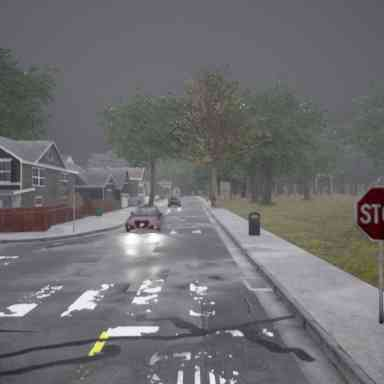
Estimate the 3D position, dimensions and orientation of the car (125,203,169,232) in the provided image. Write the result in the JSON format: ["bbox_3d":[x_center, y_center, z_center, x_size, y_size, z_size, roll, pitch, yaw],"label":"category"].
[{"bbox_3d":[-2.713,1.582,20.016,1.994,1.385,4.181,0,0,0],"label":"car"}]

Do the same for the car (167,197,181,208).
[{"bbox_3d":[-2.647,1.481,50.244,1.882,1.535,5.008,0,0,0],"label":"car"}]
